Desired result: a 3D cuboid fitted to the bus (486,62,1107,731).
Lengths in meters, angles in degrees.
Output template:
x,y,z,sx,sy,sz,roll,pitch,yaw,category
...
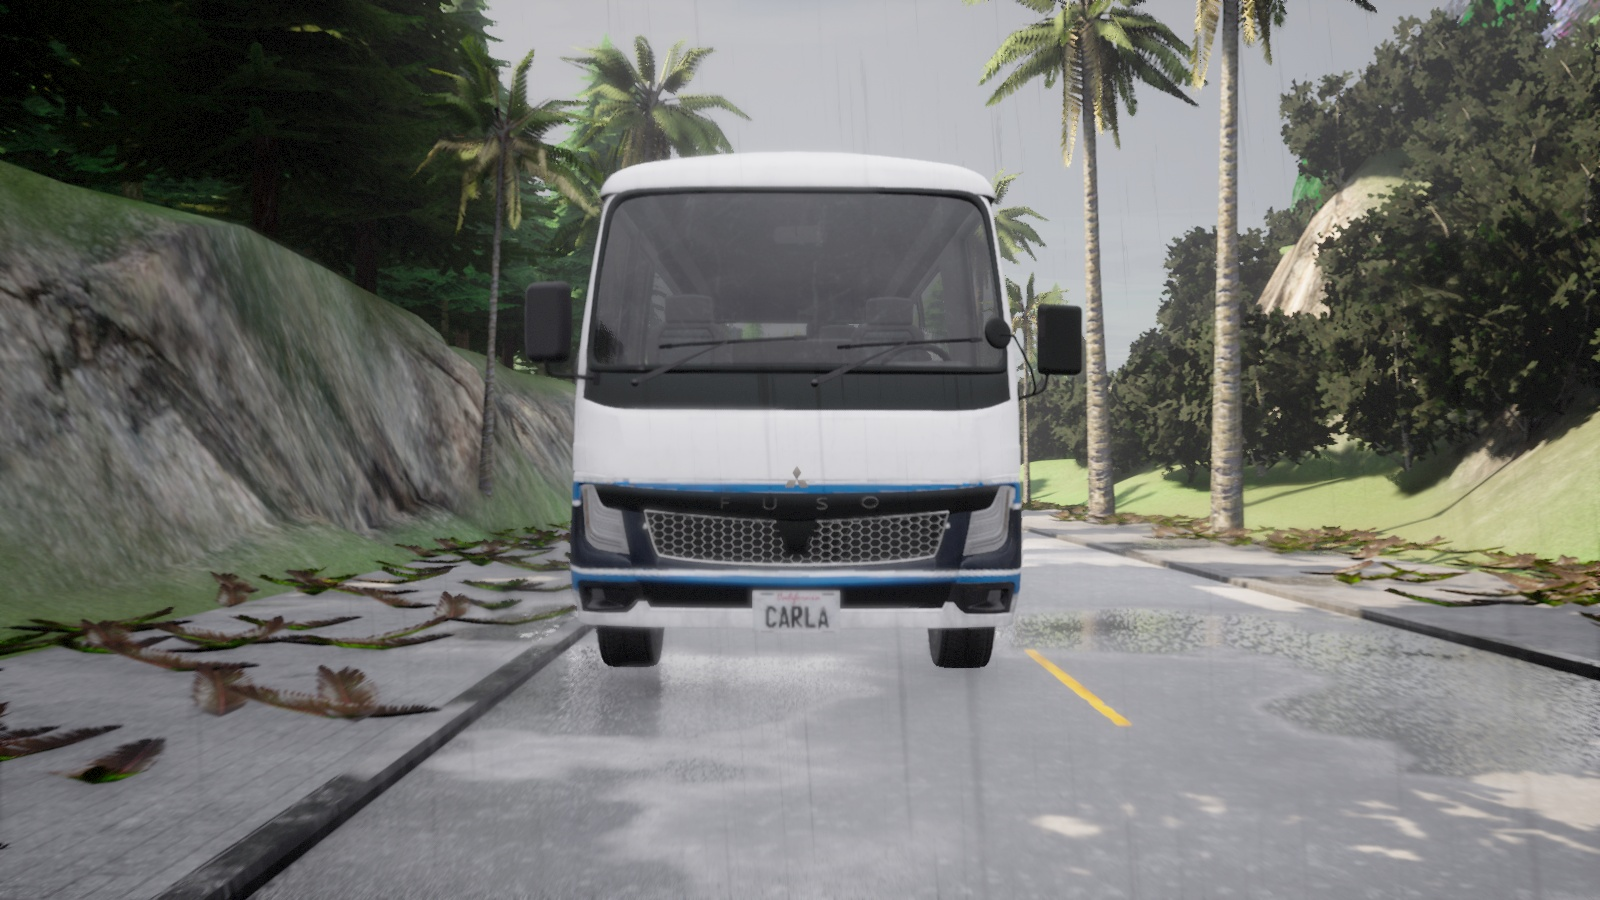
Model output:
x,y,z,sx,sy,sz,roll,pitch,yaw,category
-0.034,-0.342,13.153,3.944,4.253,10.273,0,0,0,bus
